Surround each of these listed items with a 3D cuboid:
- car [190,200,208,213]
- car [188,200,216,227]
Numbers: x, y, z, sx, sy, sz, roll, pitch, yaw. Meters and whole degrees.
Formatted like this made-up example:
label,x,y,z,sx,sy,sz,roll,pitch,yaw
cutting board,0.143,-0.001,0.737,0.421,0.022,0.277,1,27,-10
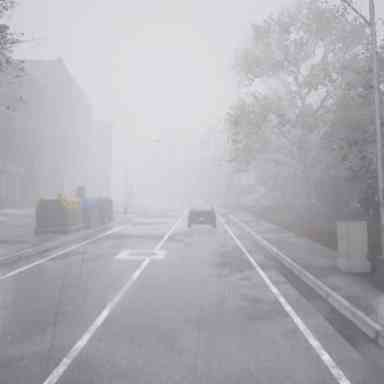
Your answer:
label,x,y,z,sx,sy,sz,roll,pitch,yaw
car,0.818,1.720,41.689,1.812,1.442,4.674,1,0,-3
car,0.704,1.580,23.668,1.882,1.535,5.008,0,0,2
